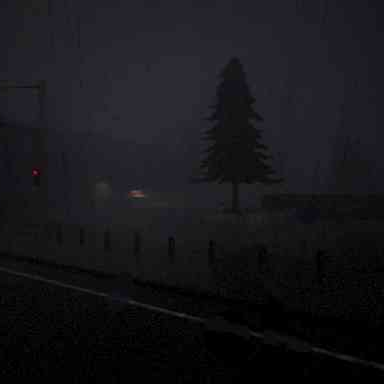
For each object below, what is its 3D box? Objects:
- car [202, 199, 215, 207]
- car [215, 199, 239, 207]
[{"bbox_3d":[3.529,1.858,59.136,1.994,1.385,4.181,-1,0,36],"label":"car"},{"bbox_3d":[6.372,1.825,57.096,1.994,1.385,4.181,-1,0,36],"label":"car"}]
